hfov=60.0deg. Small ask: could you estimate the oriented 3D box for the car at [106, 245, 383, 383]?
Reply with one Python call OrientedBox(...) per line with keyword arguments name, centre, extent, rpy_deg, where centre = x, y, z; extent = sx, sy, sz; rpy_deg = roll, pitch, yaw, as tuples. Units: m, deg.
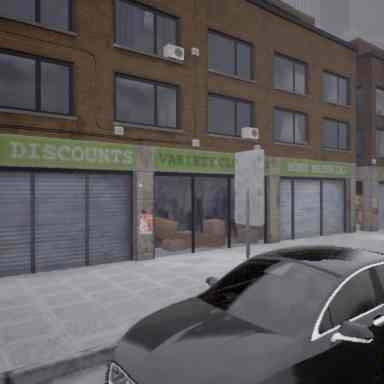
OrientedBox(name="car", centre=(1.419, 1.504, 4.077), extent=(4.892, 1.490, 1.837), rpy_deg=(0, 0, -35))
